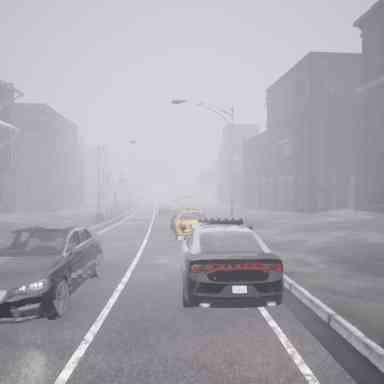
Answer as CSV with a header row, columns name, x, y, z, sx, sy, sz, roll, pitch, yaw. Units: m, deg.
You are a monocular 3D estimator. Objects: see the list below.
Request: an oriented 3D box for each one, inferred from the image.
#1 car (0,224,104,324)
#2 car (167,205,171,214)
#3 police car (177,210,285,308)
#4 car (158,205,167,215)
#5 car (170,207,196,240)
name,x,y,z,sx,sy,sz,roll,pitch,yaw
car,-3.305,1.529,7.442,2.128,1.511,4.902,0,-1,-3
car,-0.640,1.858,24.182,1.882,1.535,5.008,0,-2,-6
police car,0.676,1.465,8.189,1.930,1.638,5.238,0,-1,-3
car,-3.800,2.454,47.023,1.895,1.301,4.718,0,0,-5
car,-0.073,1.671,18.365,1.801,1.575,5.366,0,-1,-5
